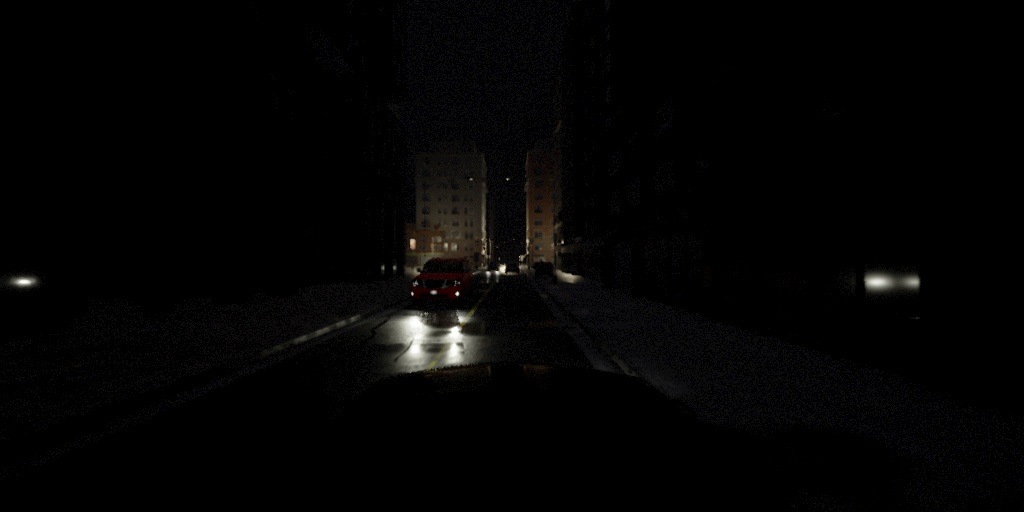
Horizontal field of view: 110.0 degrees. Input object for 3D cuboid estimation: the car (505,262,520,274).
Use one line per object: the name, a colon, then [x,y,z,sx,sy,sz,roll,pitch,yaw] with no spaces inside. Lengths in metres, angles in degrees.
car: [0.054,1.750,50.724,1.994,1.385,4.181,0,-1,1]

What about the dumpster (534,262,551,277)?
dumpster: [3.143,1.448,37.186,1.020,1.700,1.940,0,0,0]

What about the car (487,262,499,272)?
car: [-3.041,1.766,58.512,1.837,1.490,4.892,0,0,1]

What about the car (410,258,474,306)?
car: [-3.097,1.098,16.963,2.150,2.045,5.566,0,-1,0]

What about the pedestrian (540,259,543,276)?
pedestrian: [3.144,1.207,38.565,0.375,1.860,0.375,0,-1,-10]
